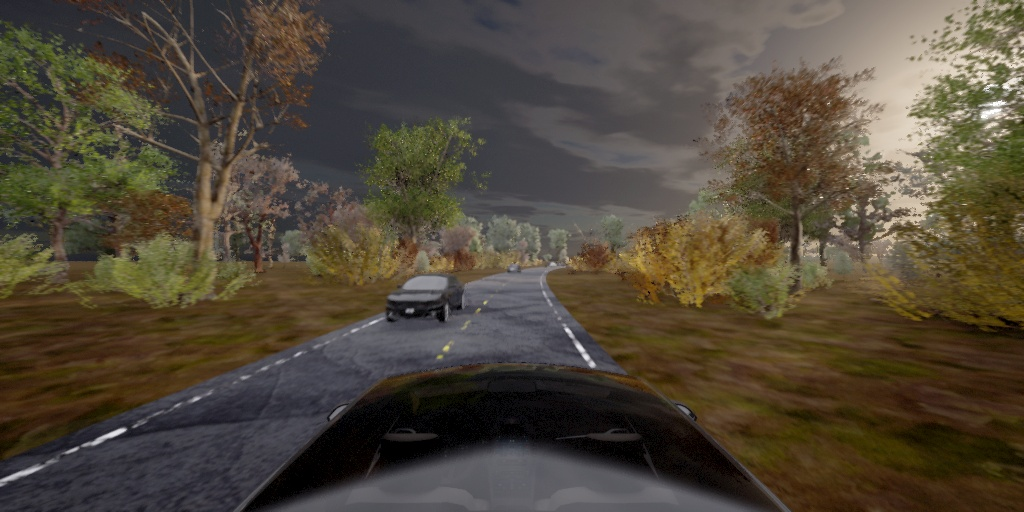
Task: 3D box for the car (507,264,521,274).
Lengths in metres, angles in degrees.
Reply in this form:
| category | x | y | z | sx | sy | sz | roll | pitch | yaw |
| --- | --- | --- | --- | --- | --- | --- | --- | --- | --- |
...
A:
| category | x | y | z | sx | sy | sz | roll | pitch | yaw |
| --- | --- | --- | --- | --- | --- | --- | --- | --- | --- |
| car | 0.355 | 1.929 | 55.659 | 2.128 | 1.511 | 4.902 | 0 | -1 | 7 |

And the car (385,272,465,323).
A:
| category | x | y | z | sx | sy | sz | roll | pitch | yaw |
| --- | --- | --- | --- | --- | --- | --- | --- | --- | --- |
| car | -2.925 | 1.362 | 12.992 | 1.882 | 1.535 | 5.008 | 0 | -1 | 2 |
